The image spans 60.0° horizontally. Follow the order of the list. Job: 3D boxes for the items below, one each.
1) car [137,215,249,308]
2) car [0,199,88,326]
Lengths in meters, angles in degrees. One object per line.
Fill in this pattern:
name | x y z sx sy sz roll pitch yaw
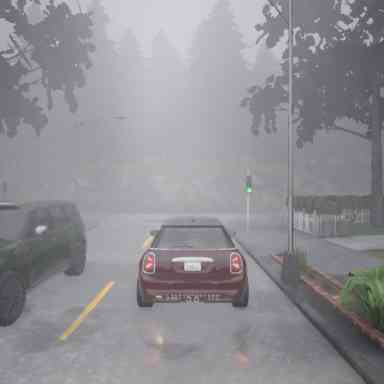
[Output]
car | 0.022 1.352 8.071 2.097 1.767 4.553 0 0 0
car | -4.079 1.221 7.401 2.150 2.045 5.566 0 0 0
